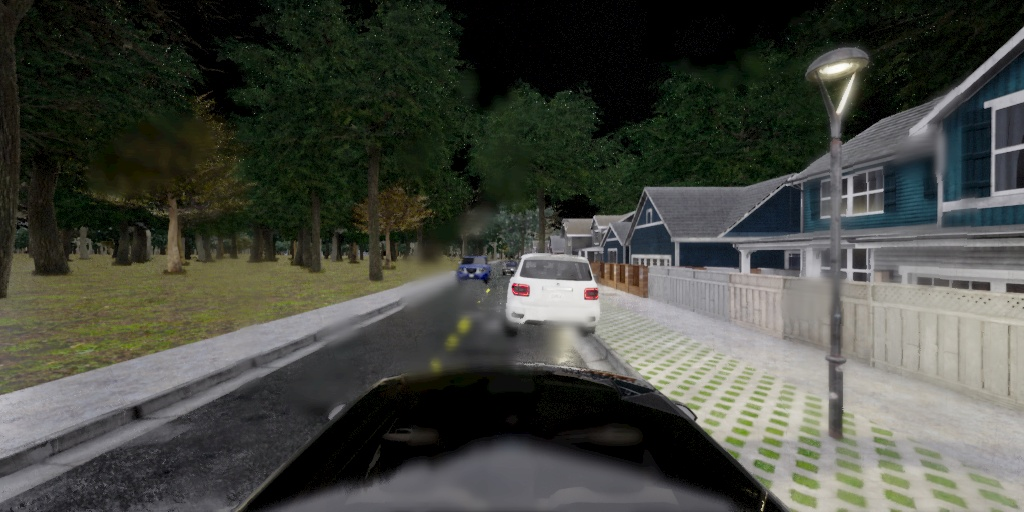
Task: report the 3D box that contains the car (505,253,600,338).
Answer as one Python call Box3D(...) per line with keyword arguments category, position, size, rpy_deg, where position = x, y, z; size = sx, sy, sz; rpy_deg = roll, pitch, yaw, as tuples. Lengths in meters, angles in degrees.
Box3D(category="car", position=(0.962, 1.010, 10.354), size=(2.150, 2.045, 5.566), rpy_deg=(3, -1, 0))

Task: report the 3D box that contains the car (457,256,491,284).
Box3D(category="car", position=(-2.764, 0.988, 27.163), size=(2.150, 2.045, 5.566), rpy_deg=(0, 0, 0))

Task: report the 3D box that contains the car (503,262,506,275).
Box3D(category="car", position=(0.014, 1.337, 38.454), size=(1.994, 1.385, 4.181), rpy_deg=(0, 0, 1))
